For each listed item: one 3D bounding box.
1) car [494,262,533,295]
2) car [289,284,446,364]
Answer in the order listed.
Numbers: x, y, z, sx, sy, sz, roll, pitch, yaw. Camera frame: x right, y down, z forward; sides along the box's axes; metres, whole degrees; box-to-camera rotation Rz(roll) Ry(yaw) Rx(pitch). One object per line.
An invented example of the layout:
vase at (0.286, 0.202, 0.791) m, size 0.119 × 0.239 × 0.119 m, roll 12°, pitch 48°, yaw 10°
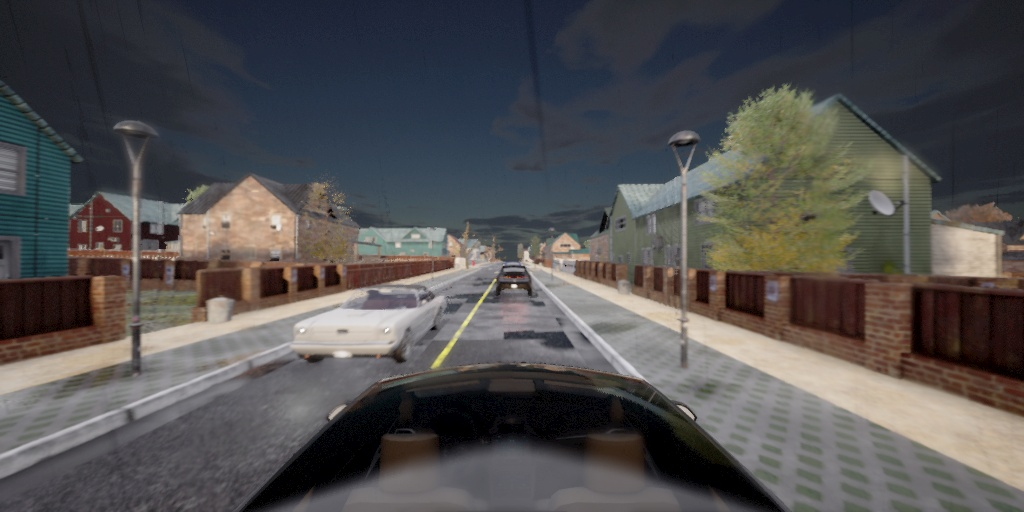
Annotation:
car at (0.096, 1.250, 19.721) m, size 1.837 × 1.490 × 4.892 m, roll 0°, pitch -1°, yaw 0°
car at (-2.851, 1.349, 8.242) m, size 1.895 × 1.301 × 4.718 m, roll 0°, pitch 0°, yaw 0°
